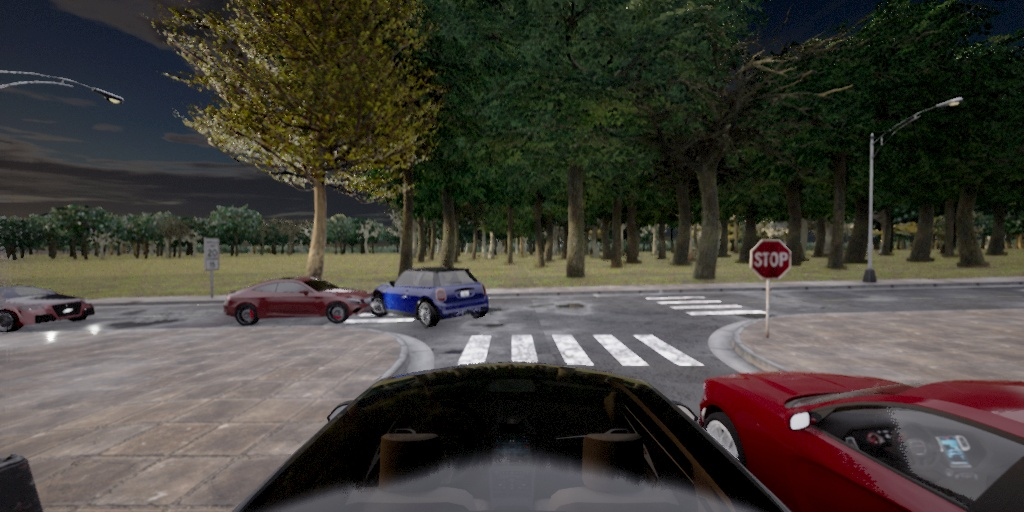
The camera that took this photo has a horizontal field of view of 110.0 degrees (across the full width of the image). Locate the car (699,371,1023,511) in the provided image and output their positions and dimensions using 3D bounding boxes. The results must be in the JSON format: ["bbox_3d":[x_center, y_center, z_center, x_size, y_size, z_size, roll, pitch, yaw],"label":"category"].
[{"bbox_3d":[2.636,1.295,1.633,1.888,1.381,4.507,0,0,0],"label":"car"}]

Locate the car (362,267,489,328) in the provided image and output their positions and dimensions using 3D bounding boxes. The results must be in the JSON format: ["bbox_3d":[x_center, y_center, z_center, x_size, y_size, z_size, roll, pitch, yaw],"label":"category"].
[{"bbox_3d":[-2.888,1.144,11.971,4.553,1.767,2.097,-1,1,45],"label":"car"}]

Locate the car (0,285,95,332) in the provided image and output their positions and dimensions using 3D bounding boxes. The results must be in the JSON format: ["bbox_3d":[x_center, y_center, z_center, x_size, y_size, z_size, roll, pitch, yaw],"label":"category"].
[{"bbox_3d":[-16.972,1.706,12.077,4.181,1.385,1.994,-1,1,0],"label":"car"}]

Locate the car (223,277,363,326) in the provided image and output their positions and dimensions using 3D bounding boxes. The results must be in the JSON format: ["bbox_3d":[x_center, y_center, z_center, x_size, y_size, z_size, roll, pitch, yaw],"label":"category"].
[{"bbox_3d":[-7.029,1.427,12.075,4.674,1.442,1.812,-1,1,0],"label":"car"}]
